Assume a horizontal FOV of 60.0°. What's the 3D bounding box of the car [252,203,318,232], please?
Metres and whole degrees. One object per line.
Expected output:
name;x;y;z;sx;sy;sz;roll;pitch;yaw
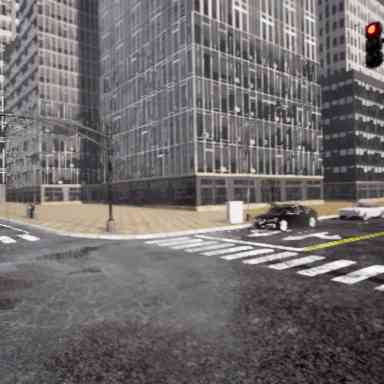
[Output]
car;5.736;1.493;20.263;4.892;1.490;1.837;-1;-1;-38

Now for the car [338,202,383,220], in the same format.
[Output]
car;13.543;1.472;26.398;4.718;1.301;1.895;-1;-1;-38
